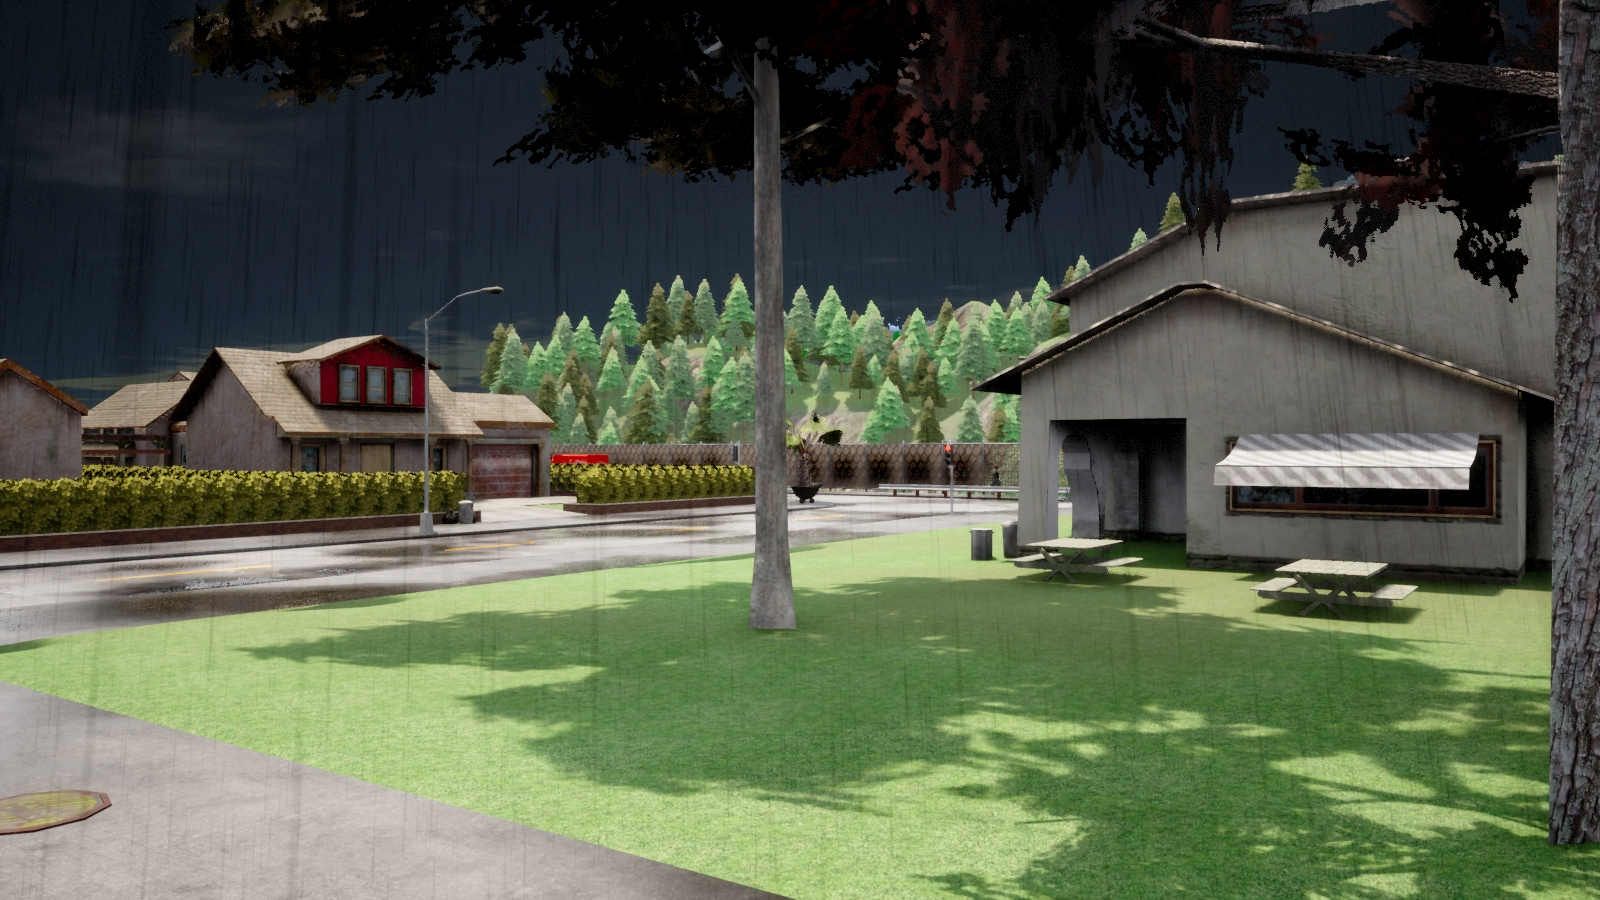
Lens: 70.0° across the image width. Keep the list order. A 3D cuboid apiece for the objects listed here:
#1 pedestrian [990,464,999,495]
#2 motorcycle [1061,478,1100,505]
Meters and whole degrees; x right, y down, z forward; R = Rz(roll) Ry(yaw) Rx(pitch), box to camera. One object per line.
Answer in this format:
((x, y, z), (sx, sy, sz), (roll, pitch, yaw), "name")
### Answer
((11.520, 1.745, 67.639), (0.375, 1.860, 0.375), (0, 0, 35), "pedestrian")
((14.602, 2.142, 59.439), (1.805, 1.316, 0.856), (0, 0, 35), "motorcycle")
